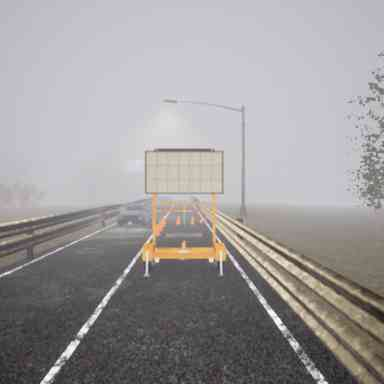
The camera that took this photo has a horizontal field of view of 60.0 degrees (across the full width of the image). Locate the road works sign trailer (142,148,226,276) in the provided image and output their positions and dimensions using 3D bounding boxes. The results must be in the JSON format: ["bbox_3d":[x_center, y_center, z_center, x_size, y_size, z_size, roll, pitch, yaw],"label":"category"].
[{"bbox_3d":[-0.238,0.465,10.299,2.380,3.560,2.880,0,0,-1],"label":"road works sign trailer"}]

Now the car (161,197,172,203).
[{"bbox_3d":[-4.882,1.570,64.308,1.994,1.385,4.181,0,0,-1],"label":"car"}]

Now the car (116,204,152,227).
[{"bbox_3d":[-3.924,1.550,23.394,2.033,1.411,5.357,0,0,-1],"label":"car"}]
